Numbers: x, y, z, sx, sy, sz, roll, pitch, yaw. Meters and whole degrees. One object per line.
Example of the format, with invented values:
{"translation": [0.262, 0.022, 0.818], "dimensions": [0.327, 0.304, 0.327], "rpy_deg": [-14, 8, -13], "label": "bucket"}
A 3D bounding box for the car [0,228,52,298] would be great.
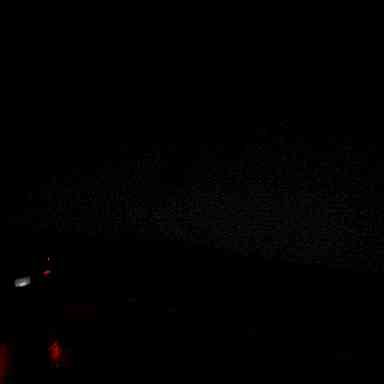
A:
{"translation": [-5.065, 1.526, 7.607], "dimensions": [4.674, 1.442, 1.812], "rpy_deg": [0, 0, 36], "label": "car"}
